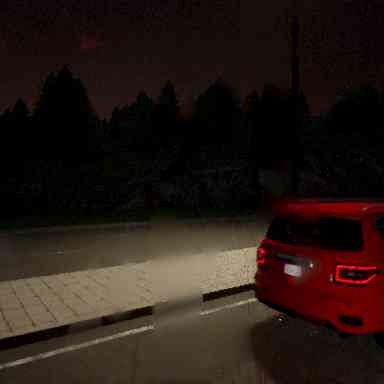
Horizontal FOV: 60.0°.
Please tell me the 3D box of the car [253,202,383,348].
[{"bbox_3d":[3.632,1.221,6.336,5.566,2.045,2.150,0,0,-35],"label":"car"}]
